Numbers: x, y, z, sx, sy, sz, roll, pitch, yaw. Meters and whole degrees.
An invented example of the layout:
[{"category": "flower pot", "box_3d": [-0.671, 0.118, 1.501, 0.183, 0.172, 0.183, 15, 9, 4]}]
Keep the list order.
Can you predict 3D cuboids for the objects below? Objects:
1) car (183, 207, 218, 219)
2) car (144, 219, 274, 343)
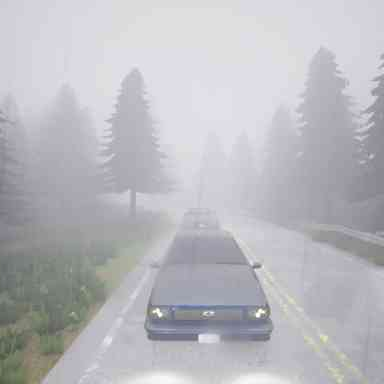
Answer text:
[{"category": "car", "box_3d": [0.449, 1.584, 19.161, 1.994, 1.385, 4.181, 0, 0, -2]}, {"category": "car", "box_3d": [0.271, 1.557, 7.076, 2.033, 1.411, 5.357, 0, 0, 1]}]
